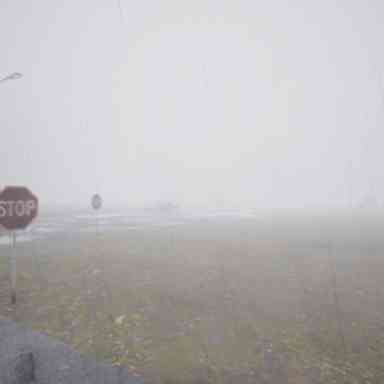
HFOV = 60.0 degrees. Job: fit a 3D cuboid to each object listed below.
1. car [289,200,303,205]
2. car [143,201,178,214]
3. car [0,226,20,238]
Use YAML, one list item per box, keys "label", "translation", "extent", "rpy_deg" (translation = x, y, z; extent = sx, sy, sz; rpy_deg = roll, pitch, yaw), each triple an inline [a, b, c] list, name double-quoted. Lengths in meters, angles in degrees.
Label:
- label: "car"
  translation: [24.038, 2.405, 77.197]
  extent: [1.895, 1.301, 4.718]
  rpy_deg: [1, 0, 36]
- label: "car"
  translation: [-3.622, 1.785, 38.950]
  extent: [1.882, 1.535, 5.008]
  rpy_deg: [1, 1, 36]
- label: "car"
  translation: [-11.041, 1.648, 16.761]
  extent: [1.994, 1.385, 4.181]
  rpy_deg: [1, -1, 36]
